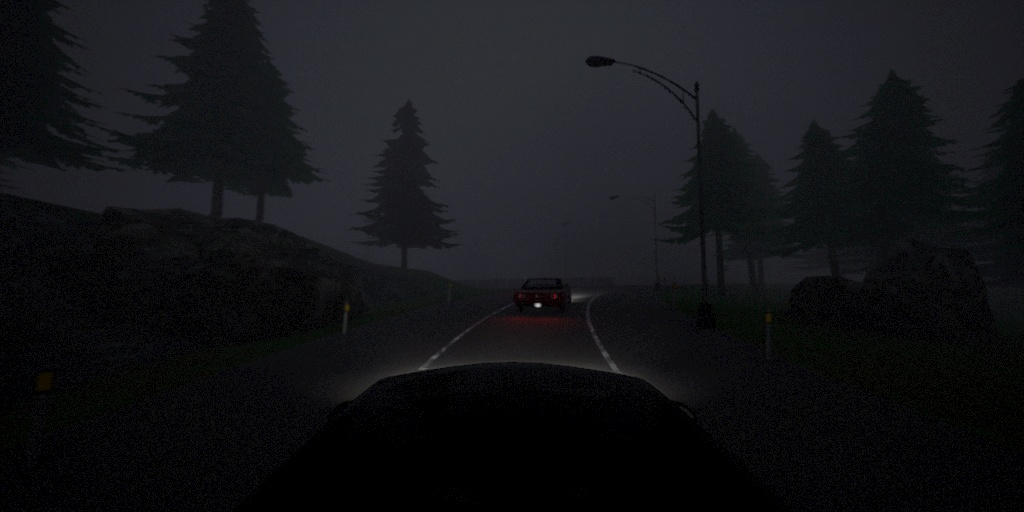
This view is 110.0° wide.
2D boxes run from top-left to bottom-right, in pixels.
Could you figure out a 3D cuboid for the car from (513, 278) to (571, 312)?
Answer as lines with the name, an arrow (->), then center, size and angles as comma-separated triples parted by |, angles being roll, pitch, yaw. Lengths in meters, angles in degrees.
car -> 1.472, 1.574, 15.425 | 1.895, 1.301, 4.718 | -1, -1, 14
